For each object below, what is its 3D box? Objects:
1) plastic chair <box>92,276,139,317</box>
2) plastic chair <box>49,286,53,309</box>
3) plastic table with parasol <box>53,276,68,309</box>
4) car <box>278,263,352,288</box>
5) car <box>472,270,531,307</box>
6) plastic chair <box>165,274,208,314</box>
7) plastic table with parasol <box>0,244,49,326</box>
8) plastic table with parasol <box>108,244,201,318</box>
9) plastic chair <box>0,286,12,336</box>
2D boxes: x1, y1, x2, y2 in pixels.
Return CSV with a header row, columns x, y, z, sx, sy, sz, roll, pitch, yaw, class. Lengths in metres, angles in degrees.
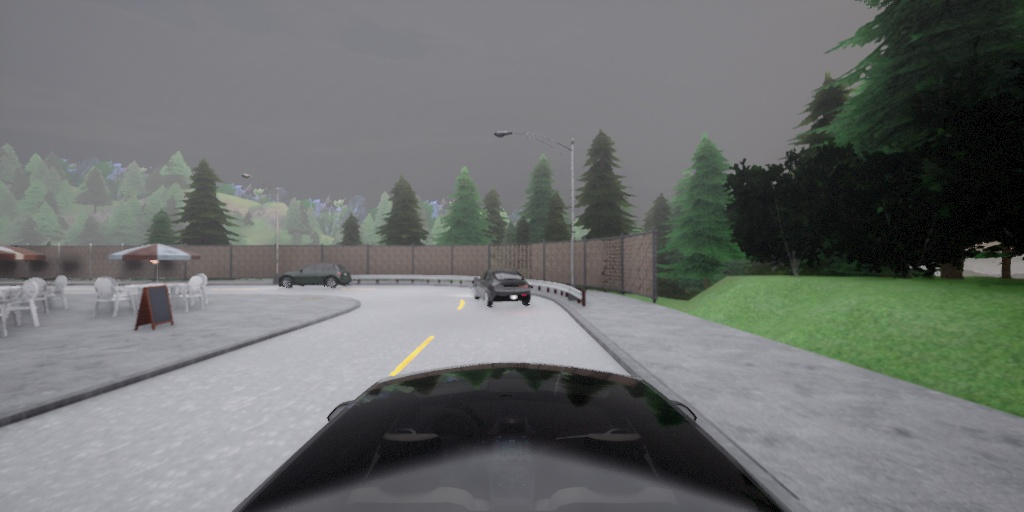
x,y,z,sx,sy,sz,roll,pitch,yaw,class
-13.528,1.377,12.200,0.750,1.272,0.730,0,0,0,plastic chair
-16.448,1.376,12.110,0.730,1.272,0.750,0,0,0,plastic chair
-17.678,0.772,12.050,2.482,2.480,2.482,0,0,0,plastic table with parasol
-13.866,1.319,25.300,4.553,1.767,2.097,0,-1,0,car
-0.582,1.397,16.599,1.837,1.490,4.892,0,0,-16,car
-12.118,1.388,13.360,0.730,1.272,0.750,0,0,0,plastic chair
-14.088,0.740,8.650,2.482,2.480,2.482,0,0,0,plastic table with parasol
-13.368,0.785,13.510,2.482,2.480,2.482,0,0,0,plastic table with parasol
-12.838,1.343,8.530,0.730,1.272,0.750,0,0,0,plastic chair
